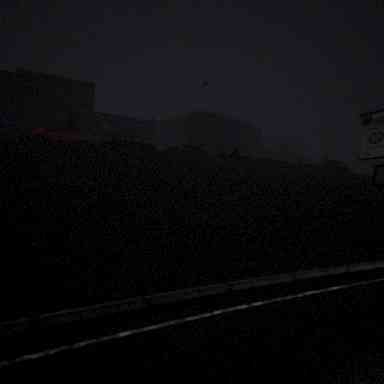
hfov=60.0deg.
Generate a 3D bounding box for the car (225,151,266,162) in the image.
[{"bbox_3d":[4.667,-3.277,33.251,4.674,1.452,2.002,2,-1,-32],"label":"car"}]

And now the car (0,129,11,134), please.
[{"bbox_3d":[-14.616,-4.074,22.051,4.674,1.452,2.002,2,-1,-27],"label":"car"}]

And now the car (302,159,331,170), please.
[{"bbox_3d":[13.850,-3.027,39.406,4.553,1.767,2.185,3,-1,-35],"label":"car"}]

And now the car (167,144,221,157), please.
[{"bbox_3d":[-0.013,-3.485,30.332,4.792,1.488,2.163,2,-1,-31],"label":"car"}]

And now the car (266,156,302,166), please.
[{"bbox_3d":[9.203,-3.121,36.216,4.892,1.521,2.231,2,-1,-33],"label":"car"}]

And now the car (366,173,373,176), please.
[{"bbox_3d":[27.157,-2.078,49.375,4.674,1.452,2.002,4,-2,-38],"label":"car"}]

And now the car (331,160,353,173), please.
[{"bbox_3d":[18.417,-2.910,42.665,5.566,2.045,2.435,3,-1,-35],"label":"car"}]

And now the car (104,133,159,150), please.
[{"bbox_3d":[-4.923,-3.844,27.399,4.553,1.767,2.185,2,-1,-29],"label":"car"}]

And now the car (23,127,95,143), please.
[{"bbox_3d":[-9.732,-3.916,24.678,5.008,1.535,2.097,2,-1,-28],"label":"car"}]
